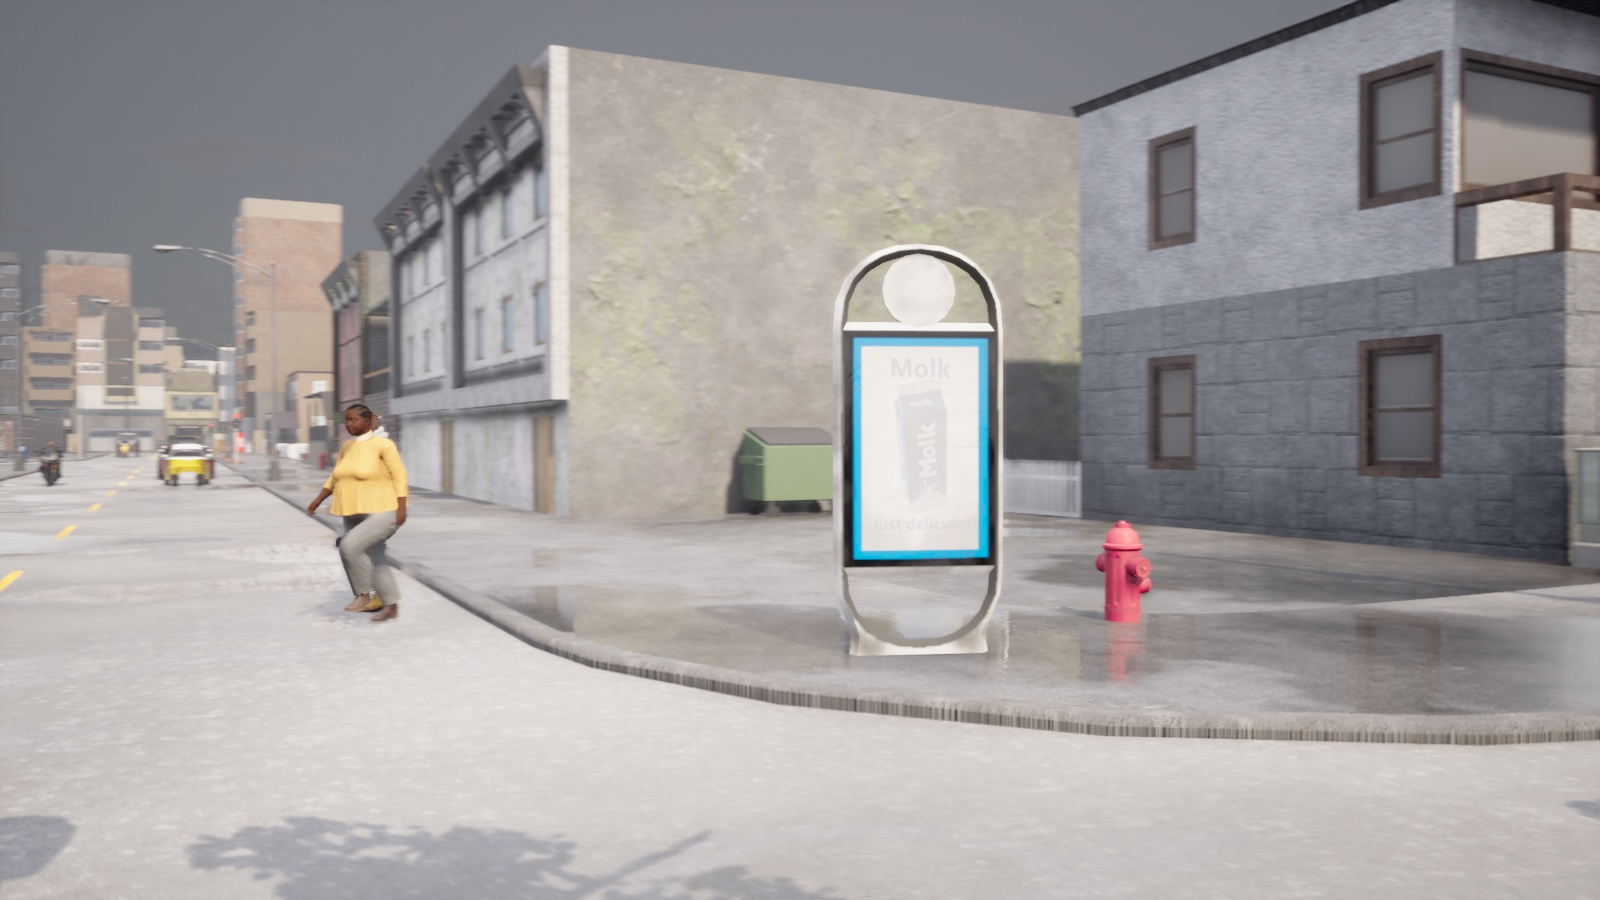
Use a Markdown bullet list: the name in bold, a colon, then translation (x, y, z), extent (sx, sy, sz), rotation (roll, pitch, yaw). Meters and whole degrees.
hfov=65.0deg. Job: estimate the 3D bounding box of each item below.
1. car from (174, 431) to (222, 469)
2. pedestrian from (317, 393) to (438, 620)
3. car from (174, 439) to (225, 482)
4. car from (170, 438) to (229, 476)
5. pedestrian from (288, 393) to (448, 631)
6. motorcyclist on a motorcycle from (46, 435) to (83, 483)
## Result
- **car**: translation (-27.000, -0.033, 56.319), extent (1.851, 1.617, 3.988), rotation (0, 1, -26)
- **pedestrian**: translation (-3.810, 0.480, 11.311), extent (0.873, 1.952, 0.659), rotation (0, 1, -36)
- **car**: translation (-19.933, 0.321, 41.707), extent (1.481, 1.376, 2.207), rotation (0, 1, -26)
- **car**: translation (-23.394, 0.234, 48.874), extent (1.994, 1.385, 4.181), rotation (0, 1, -26)
- **pedestrian**: translation (-3.573, 0.478, 10.410), extent (0.874, 1.855, 0.900), rotation (1, 1, 32)
- **motorcyclist on a motorcycle**: translation (-24.220, 0.283, 41.385), extent (0.866, 1.530, 2.191), rotation (0, 1, -26)
